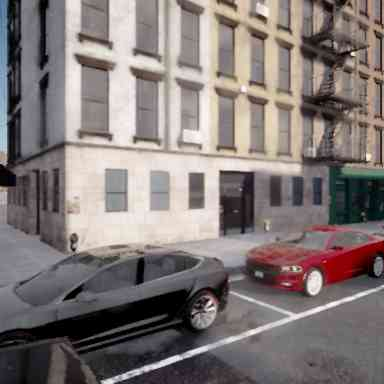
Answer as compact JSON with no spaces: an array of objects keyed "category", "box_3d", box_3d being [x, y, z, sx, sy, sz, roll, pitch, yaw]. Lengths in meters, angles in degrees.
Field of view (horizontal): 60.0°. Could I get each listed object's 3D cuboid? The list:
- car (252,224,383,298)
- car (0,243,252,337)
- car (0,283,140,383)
[{"category":"car","box_3d":[3.295,1.544,8.542,4.507,1.381,1.887,0,0,-36]},{"category":"car","box_3d":[-1.327,1.566,5.243,4.313,1.339,1.947,0,0,-36]},{"category":"car","box_3d":[-2.591,1.602,1.223,4.718,1.301,1.895,0,0,-36]}]
